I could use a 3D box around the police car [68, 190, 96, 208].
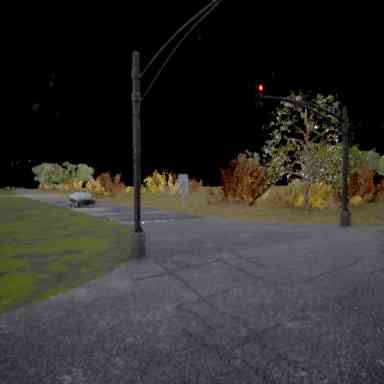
[{"bbox_3d":[-11.120,0.642,33.678,1.930,1.638,5.238,-1,1,-32],"label":"police car"}]
